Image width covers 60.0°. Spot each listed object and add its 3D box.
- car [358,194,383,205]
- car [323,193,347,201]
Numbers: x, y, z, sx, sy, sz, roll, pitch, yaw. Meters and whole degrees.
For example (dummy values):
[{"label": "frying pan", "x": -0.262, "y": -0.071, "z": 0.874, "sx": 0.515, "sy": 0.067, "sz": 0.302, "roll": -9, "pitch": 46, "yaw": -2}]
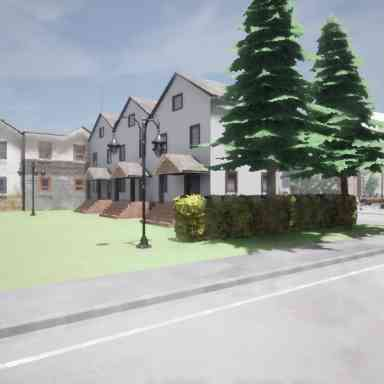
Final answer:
[{"label": "car", "x": 27.228, "y": 1.097, "z": 49.253, "sx": 1.932, "sy": 1.855, "sz": 4.605, "roll": 0, "pitch": 0, "yaw": -36}, {"label": "car", "x": 32.093, "y": 1.097, "z": 74.708, "sx": 1.932, "sy": 1.855, "sz": 4.605, "roll": 0, "pitch": 0, "yaw": -36}]
